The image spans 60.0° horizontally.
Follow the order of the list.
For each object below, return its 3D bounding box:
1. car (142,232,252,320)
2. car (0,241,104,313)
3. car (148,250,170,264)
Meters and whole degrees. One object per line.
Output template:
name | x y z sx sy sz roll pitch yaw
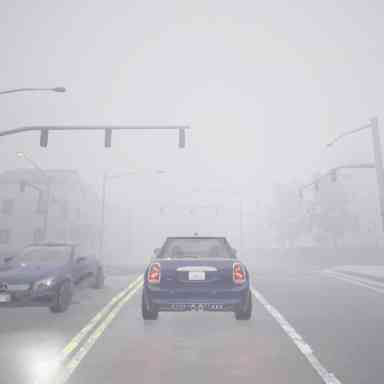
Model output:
car | 0.084 1.807 8.234 2.097 1.767 4.553 0 -7 0
car | -3.605 2.025 8.646 1.812 1.442 4.674 0 -7 0
car | -3.674 7.445 38.155 2.033 1.411 5.357 0 -11 0
